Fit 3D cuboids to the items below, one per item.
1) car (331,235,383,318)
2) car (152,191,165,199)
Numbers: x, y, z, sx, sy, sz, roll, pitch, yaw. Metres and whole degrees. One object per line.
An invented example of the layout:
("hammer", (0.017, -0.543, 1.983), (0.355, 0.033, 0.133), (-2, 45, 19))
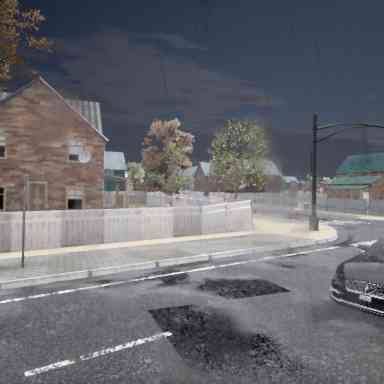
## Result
("car", (4.896, 1.525, 6.949), (4.892, 1.490, 1.837), (0, 0, -35))
("car", (-6.225, 0.639, 61.693), (1.812, 1.442, 4.674), (1, 1, -20))
